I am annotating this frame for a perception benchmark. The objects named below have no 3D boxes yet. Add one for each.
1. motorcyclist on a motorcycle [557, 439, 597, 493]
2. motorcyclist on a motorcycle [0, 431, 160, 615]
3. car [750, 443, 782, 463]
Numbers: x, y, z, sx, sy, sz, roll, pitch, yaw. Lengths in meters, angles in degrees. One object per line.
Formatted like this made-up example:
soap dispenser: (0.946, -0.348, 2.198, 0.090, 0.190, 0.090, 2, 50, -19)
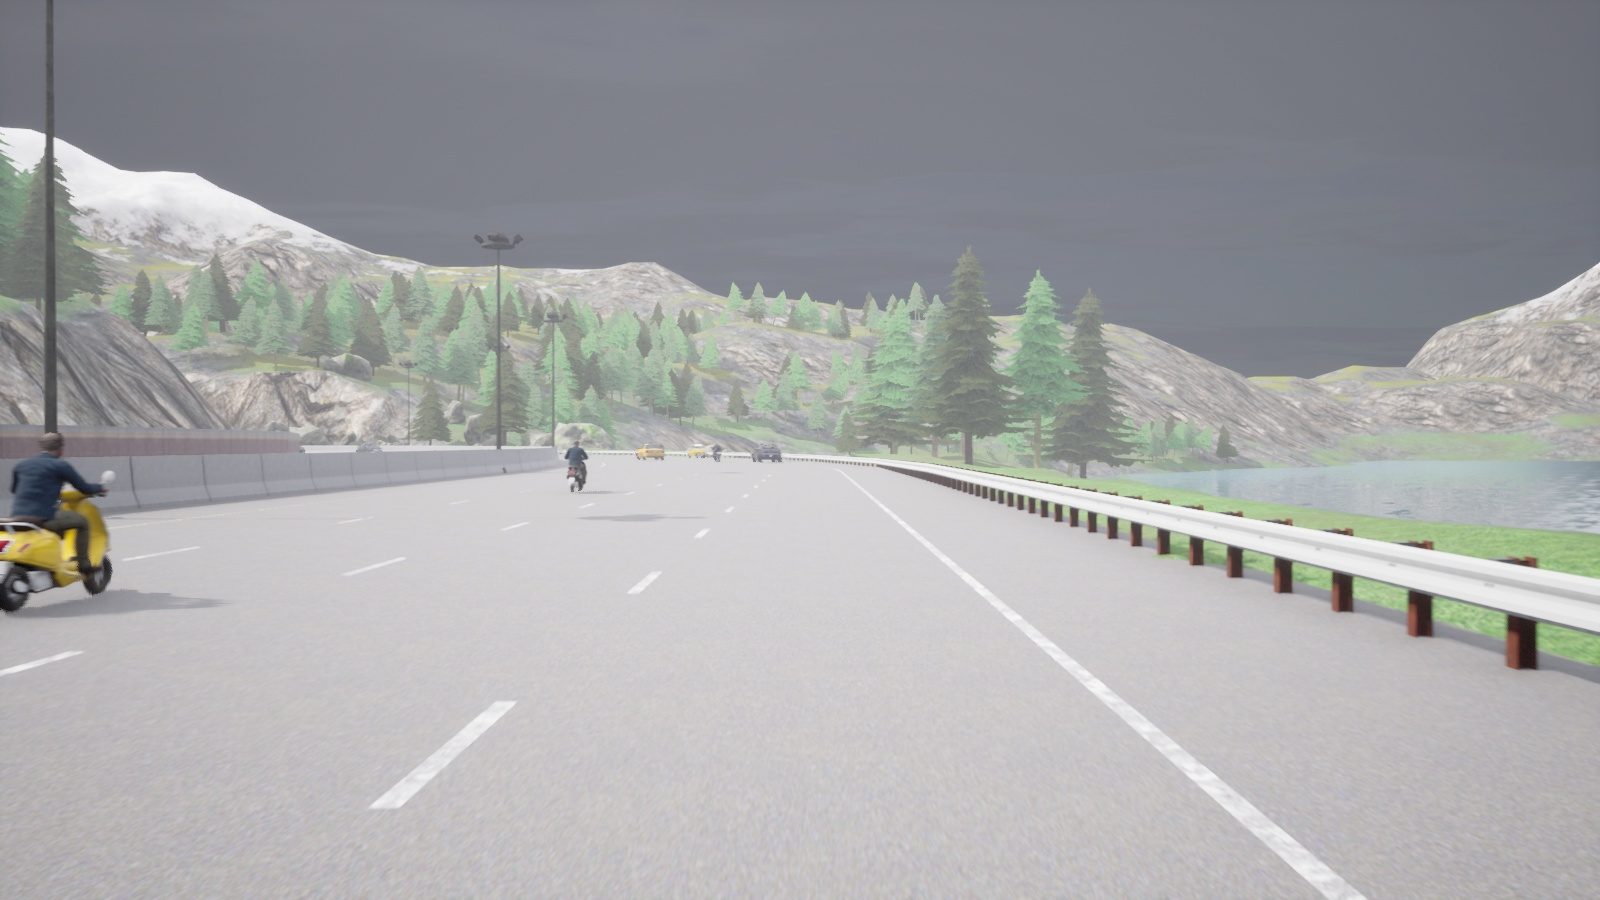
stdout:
motorcyclist on a motorcycle: (-6.765, 0.479, 38.198, 0.866, 1.590, 1.817, 0, 0, 0)
motorcyclist on a motorcycle: (-6.917, 0.628, 11.794, 0.866, 1.590, 1.817, 0, 0, 0)
car: (-2.600, 0.220, 95.408, 1.816, 1.474, 4.193, 0, 0, -11)
